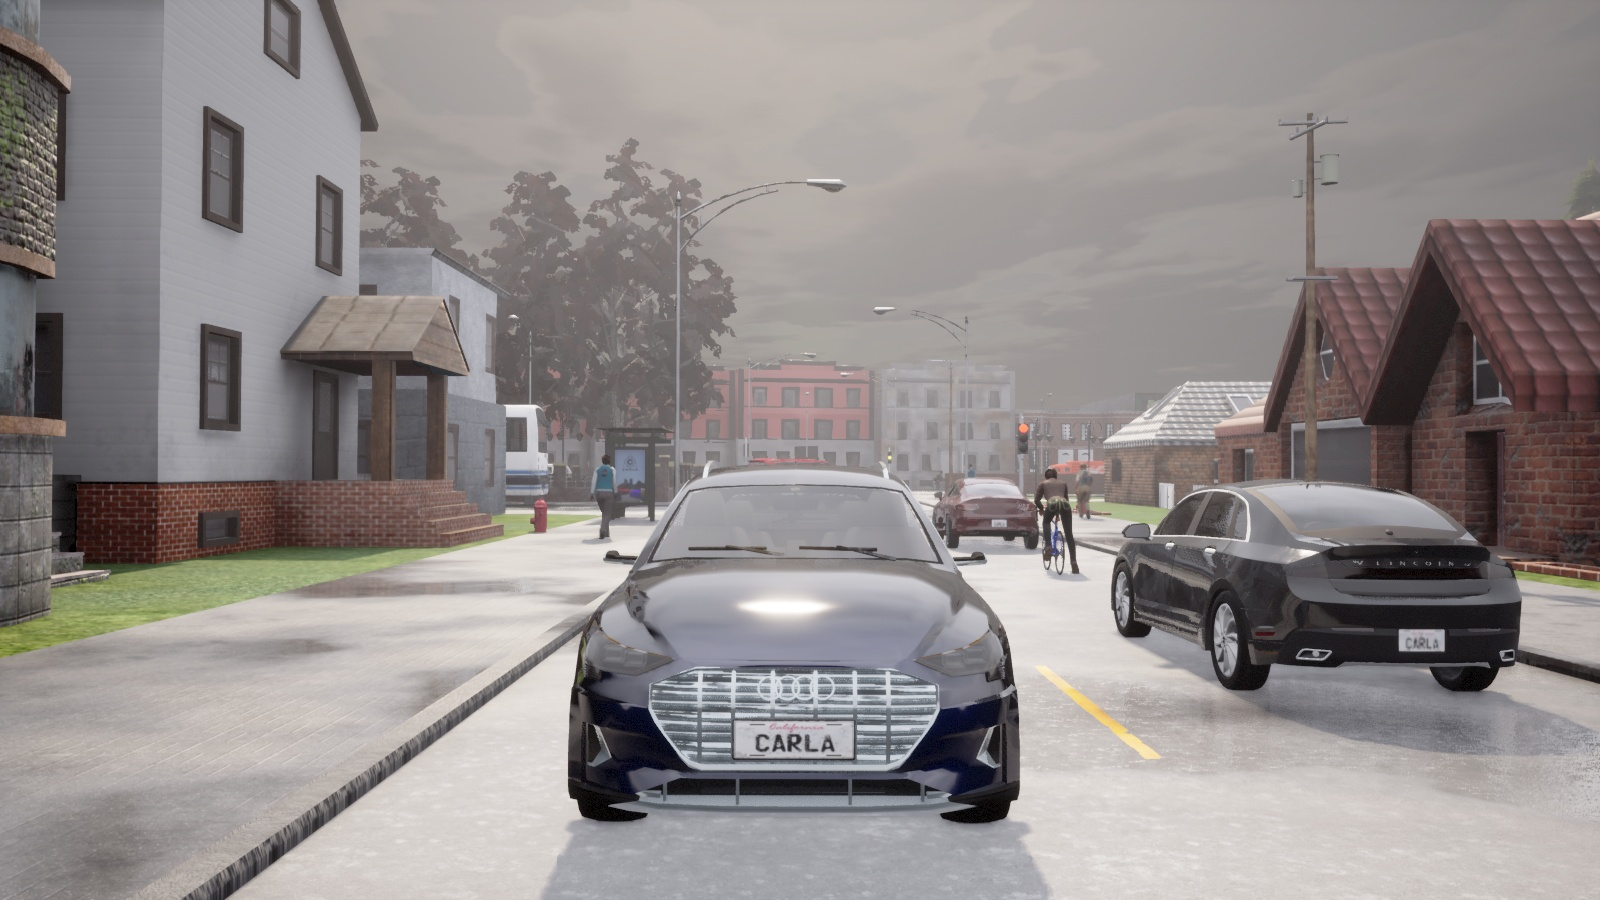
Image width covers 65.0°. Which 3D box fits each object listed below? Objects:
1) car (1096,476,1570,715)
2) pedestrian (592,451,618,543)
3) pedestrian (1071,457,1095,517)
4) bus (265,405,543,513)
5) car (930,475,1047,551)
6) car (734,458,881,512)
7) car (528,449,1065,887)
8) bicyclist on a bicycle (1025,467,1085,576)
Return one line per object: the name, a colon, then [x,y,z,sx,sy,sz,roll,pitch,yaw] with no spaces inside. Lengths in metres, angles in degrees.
car: [3.973,0.979,10.446,1.837,1.490,4.892,0,-1,0]
pedestrian: [-4.128,0.987,26.665,0.396,1.930,0.692,0,-1,5]
pedestrian: [8.861,1.148,39.340,0.540,1.848,0.694,0,-1,-2]
bus: [-16.065,0.369,51.740,10.273,4.253,3.944,0,-1,-4]
car: [3.920,1.274,26.825,1.812,1.442,4.674,0,-1,1]
car: [0.341,1.370,50.058,5.566,2.045,2.150,0,-1,-31]
car: [-0.020,0.865,7.198,2.033,1.649,4.856,0,-1,0]
bicyclist on a bicycle: [3.948,1.079,19.545,0.582,1.620,1.656,0,-1,0]
